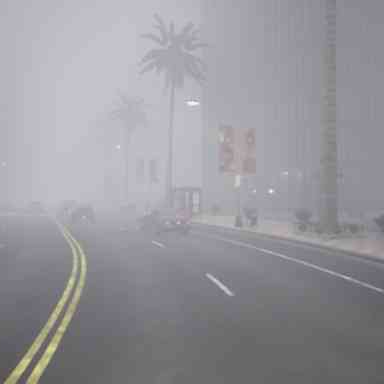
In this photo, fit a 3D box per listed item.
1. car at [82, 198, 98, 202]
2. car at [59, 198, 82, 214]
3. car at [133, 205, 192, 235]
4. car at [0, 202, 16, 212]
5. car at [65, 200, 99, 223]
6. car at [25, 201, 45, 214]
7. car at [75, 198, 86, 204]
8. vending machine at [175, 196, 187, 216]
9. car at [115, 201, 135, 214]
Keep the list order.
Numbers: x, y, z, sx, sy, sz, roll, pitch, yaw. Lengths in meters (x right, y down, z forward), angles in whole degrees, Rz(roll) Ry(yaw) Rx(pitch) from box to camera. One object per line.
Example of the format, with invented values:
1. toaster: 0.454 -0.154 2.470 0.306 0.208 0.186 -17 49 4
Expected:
1. car: -20.580 1.959 67.915 2.185 1.767 4.553 0 0 -25
2. car: -14.939 1.720 40.259 2.097 1.767 4.553 0 -1 -25
3. car: -1.751 1.710 19.944 2.033 1.411 5.357 0 -1 -24
4. car: -25.101 2.044 45.096 1.895 1.301 4.718 0 0 -25
5. car: -9.528 1.764 28.522 1.837 1.490 4.892 0 0 -25
6. car: -19.539 1.899 41.400 1.837 1.490 4.892 0 0 -25
7. car: -29.513 2.306 87.942 2.161 1.482 4.786 0 0 -25
8. vending machine: -1.216 1.484 36.295 1.100 2.100 0.880 0 0 -25
9. car: -8.249 1.834 41.253 2.231 1.521 4.892 0 0 -25
